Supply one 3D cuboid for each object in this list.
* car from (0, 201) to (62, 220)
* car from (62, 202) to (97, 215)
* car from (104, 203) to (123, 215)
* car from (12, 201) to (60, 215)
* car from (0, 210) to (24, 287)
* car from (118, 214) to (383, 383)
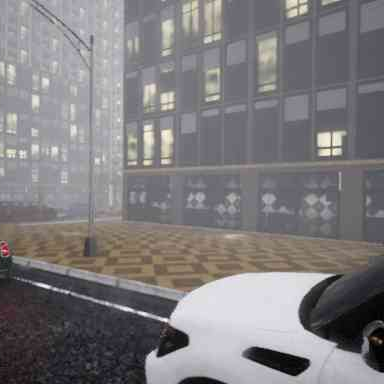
[{"bbox_3d":[-14.806,1.699,29.933,2.192,1.841,5.009,0,0,36],"label":"car"},{"bbox_3d":[-14.181,1.951,40.545,2.033,1.411,5.357,1,0,37],"label":"car"},{"bbox_3d":[-8.024,2.008,39.156,1.752,1.417,4.829,0,0,36],"label":"car"},{"bbox_3d":[-18.320,1.873,39.301,1.752,1.417,4.829,0,0,36],"label":"car"},{"bbox_3d":[-6.460,1.408,8.260,4.553,1.767,2.097,0,0,35],"label":"car"},{"bbox_3d":[2.237,1.217,2.088,5.566,2.045,2.150,0,0,36],"label":"car"}]
